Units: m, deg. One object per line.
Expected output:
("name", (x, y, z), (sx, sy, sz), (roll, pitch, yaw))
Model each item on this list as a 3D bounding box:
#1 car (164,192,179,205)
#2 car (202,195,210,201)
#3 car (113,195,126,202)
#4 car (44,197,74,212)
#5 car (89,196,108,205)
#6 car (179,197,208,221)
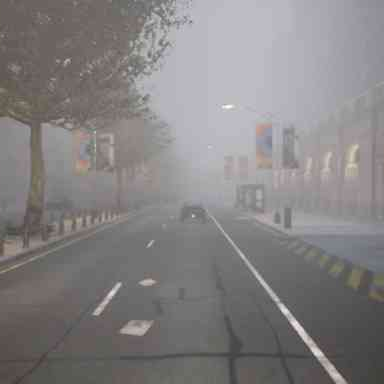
("car", (-3.437, 1.054, 56.044), (2.150, 2.045, 5.566), (0, 0, 0))
("car", (3.198, 1.366, 76.700), (1.895, 1.301, 4.718), (0, 0, 0))
("car", (-15.046, 1.289, 69.391), (1.837, 1.490, 4.892), (0, 0, 0))
("car", (-15.118, 1.364, 38.002), (1.882, 1.535, 5.008), (0, 0, 0))
("car", (-15.099, 1.316, 53.798), (1.882, 1.535, 5.008), (0, 0, 0))
("car", (0.083, 1.427, 26.023), (1.837, 1.490, 4.892), (0, 0, 0))
